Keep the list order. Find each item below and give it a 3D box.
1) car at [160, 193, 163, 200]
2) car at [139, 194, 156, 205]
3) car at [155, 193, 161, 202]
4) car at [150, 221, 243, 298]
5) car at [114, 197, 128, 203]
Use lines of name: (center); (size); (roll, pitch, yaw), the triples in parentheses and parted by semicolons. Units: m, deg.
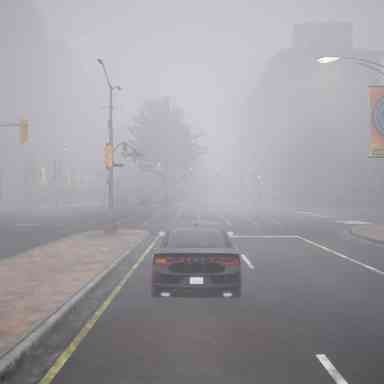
car: (-7.707, 1.225, 76.608); (2.150, 2.045, 5.566); (0, 0, 0)
car: (-7.865, 1.505, 56.597); (1.837, 1.490, 4.892); (0, 0, 1)
car: (-7.782, 1.526, 65.856); (1.812, 1.442, 4.674); (0, 0, 1)
car: (0.110, 1.478, 8.590); (1.882, 1.535, 5.008); (0, 0, 1)
car: (-14.490, 1.595, 67.967); (1.895, 1.301, 4.718); (0, 0, 0)
